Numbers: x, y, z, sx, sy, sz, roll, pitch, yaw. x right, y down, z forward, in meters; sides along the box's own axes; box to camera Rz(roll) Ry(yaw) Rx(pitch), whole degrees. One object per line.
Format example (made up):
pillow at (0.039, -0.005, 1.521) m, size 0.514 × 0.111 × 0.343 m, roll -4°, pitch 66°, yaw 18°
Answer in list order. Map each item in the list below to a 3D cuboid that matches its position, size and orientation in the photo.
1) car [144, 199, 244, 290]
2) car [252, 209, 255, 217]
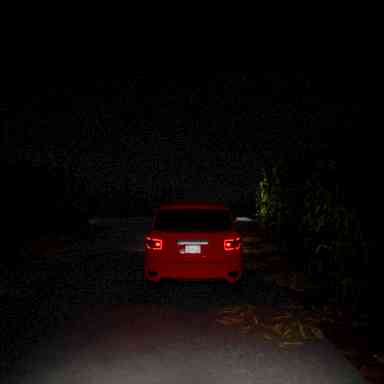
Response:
car at (0.090, 1.205, 9.161) m, size 2.150 × 2.045 × 5.566 m, roll 0°, pitch 0°, yaw 2°
car at (7.366, 1.446, 27.130) m, size 4.892 × 1.490 × 1.837 m, roll -1°, pitch 0°, yaw -2°
